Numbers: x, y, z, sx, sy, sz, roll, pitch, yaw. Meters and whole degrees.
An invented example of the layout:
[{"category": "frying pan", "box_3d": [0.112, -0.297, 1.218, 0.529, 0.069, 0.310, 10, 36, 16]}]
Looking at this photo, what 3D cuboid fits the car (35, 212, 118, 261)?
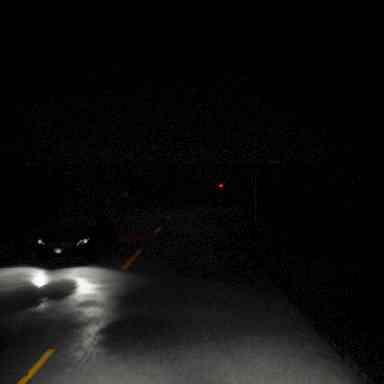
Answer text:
[{"category": "car", "box_3d": [-4.038, 1.516, 12.406, 1.812, 1.442, 4.674, 0, 0, 0]}]
